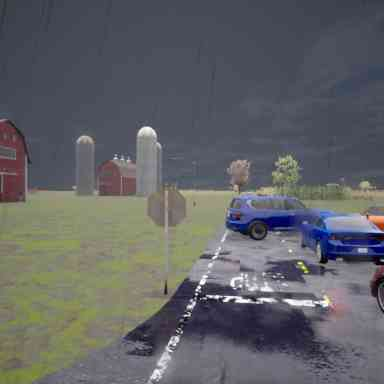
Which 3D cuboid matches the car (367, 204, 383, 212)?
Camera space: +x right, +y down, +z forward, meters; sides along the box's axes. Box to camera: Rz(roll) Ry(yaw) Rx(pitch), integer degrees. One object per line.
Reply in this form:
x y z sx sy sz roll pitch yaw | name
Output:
9.235 1.372 16.115 4.553 1.767 2.097 0 0 41 | car

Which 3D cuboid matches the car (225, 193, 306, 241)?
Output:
4.432 1.210 16.577 5.566 2.045 2.150 0 1 -9 | car

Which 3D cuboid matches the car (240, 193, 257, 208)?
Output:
7.906 1.124 46.555 2.150 2.045 5.566 0 0 9 | car

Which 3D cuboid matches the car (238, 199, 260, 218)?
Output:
5.348 1.504 31.454 1.837 1.490 4.892 0 0 9 | car

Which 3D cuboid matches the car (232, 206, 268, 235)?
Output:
3.362 1.610 19.951 1.895 1.301 4.718 0 0 8 | car

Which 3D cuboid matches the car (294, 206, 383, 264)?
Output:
5.112 1.481 11.761 1.882 1.535 5.008 0 0 8 | car

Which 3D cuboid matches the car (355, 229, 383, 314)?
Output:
4.620 1.529 4.584 1.812 1.442 4.674 0 0 -9 | car
